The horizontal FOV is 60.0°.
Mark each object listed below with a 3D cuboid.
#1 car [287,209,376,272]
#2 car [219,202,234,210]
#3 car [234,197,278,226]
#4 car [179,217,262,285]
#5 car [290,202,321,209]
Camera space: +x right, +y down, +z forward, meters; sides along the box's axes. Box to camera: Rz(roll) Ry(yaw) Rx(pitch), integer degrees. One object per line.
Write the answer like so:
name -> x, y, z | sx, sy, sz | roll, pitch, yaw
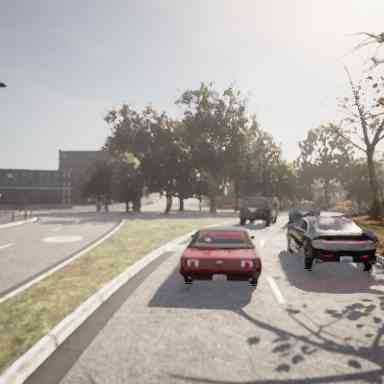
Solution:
car -> 4.328, 1.525, 10.965 | 2.128, 1.511, 4.902 | 0, 0, 8
car -> 7.917, 3.022, 71.008 | 4.553, 1.767, 2.097 | -1, -2, 36
car -> 5.123, 1.440, 25.281 | 2.150, 2.045, 5.566 | -1, -1, 21
car -> 0.879, 1.641, 9.633 | 1.895, 1.301, 4.718 | 0, 0, 7
car -> 8.351, 1.538, 24.493 | 2.097, 1.767, 4.553 | -1, -1, 22
